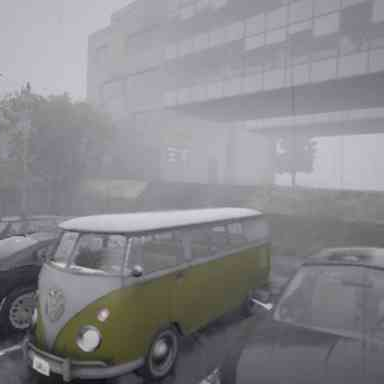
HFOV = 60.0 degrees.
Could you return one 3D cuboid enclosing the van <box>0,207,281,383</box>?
[{"bbox_3d":[-0.339,1.283,5.379,1.878,1.987,4.442,-1,0,35],"label":"van"}]
